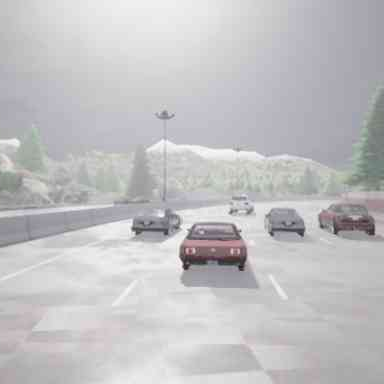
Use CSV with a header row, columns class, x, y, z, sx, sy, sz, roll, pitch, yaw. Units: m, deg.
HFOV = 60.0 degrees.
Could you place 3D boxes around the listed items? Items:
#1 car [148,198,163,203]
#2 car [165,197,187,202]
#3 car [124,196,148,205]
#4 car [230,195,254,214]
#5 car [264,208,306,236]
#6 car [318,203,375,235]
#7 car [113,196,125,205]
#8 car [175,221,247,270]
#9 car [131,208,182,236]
class,x,y,z,sx,sy,sz,roll,pitch,yaw
car,-5.323,1.781,59.047,1.895,1.301,4.718,0,0,23
car,-2.479,1.657,56.759,1.882,1.535,5.008,0,0,23
car,-9.276,1.648,58.580,1.882,1.535,5.008,0,0,22
car,5.588,1.354,37.006,2.150,2.045,5.566,0,0,16
car,5.193,1.621,19.054,2.033,1.411,5.357,0,0,9
car,8.851,1.435,19.476,2.097,1.767,4.553,0,0,8
car,-12.377,1.521,60.260,2.097,1.767,4.553,0,0,22
car,0.747,1.639,11.213,1.895,1.301,4.718,0,0,5
car,-1.882,1.606,19.038,2.033,1.411,5.357,0,0,8
